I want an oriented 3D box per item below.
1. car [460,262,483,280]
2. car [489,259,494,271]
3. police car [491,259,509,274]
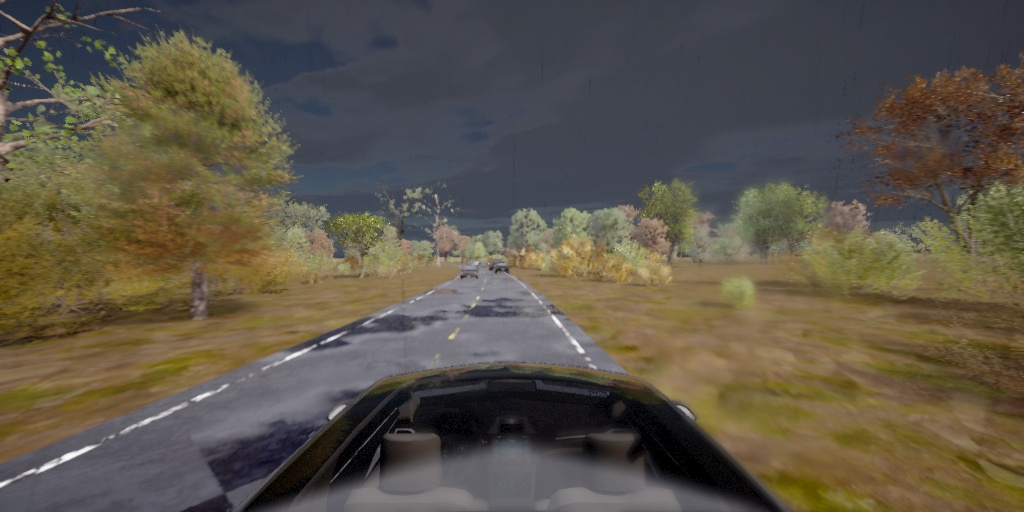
[{"bbox_3d":[-4.326,1.634,37.121,2.033,1.411,5.357,0,-1,-4],"label":"car"},{"bbox_3d":[-2.552,1.523,60.754,2.150,2.045,5.566,0,-1,-7],"label":"car"},{"bbox_3d":[-1.473,1.627,50.842,1.930,1.638,5.238,0,-1,-6],"label":"police car"}]
